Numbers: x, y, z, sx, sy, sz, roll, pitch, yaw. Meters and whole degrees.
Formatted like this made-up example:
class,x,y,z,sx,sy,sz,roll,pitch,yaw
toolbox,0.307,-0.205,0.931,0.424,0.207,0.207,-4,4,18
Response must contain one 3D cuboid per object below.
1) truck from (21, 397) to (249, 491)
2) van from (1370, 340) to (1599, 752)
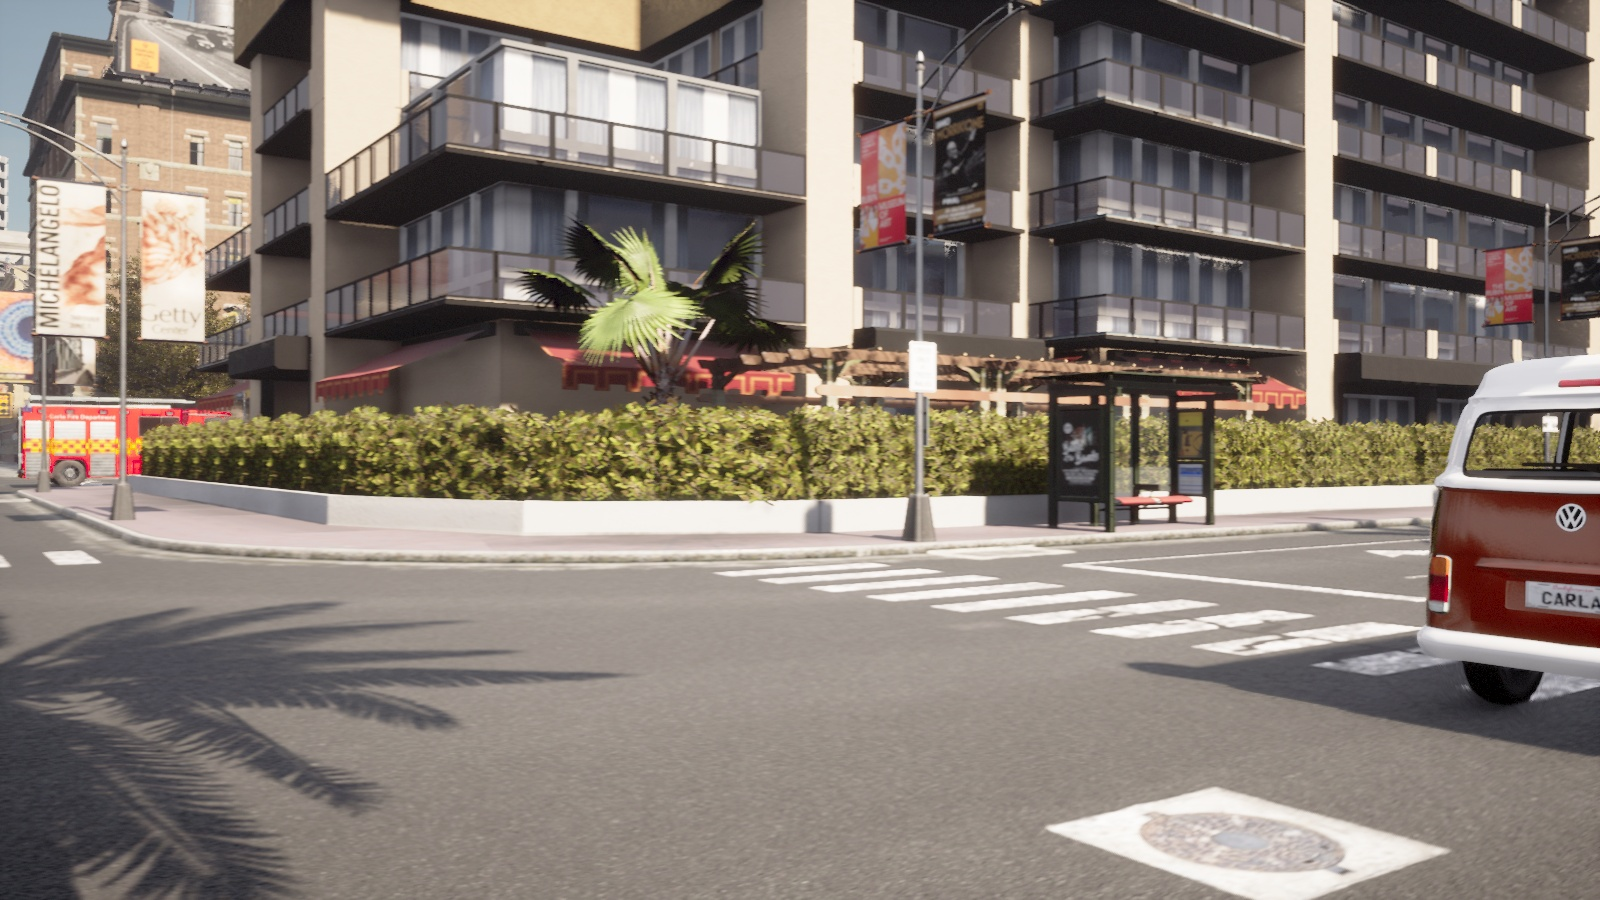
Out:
class,x,y,z,sx,sy,sz,roll,pitch,yaw
truck,-28.900,-0.224,54.779,8.468,3.827,2.891,0,0,-36
van,5.696,0.475,7.625,4.480,2.038,2.069,0,0,-35
